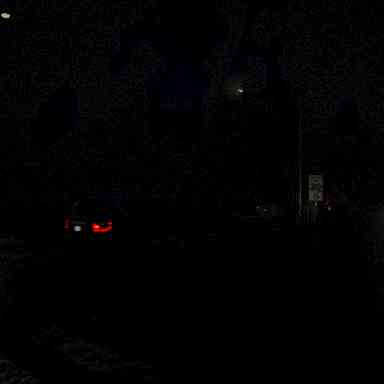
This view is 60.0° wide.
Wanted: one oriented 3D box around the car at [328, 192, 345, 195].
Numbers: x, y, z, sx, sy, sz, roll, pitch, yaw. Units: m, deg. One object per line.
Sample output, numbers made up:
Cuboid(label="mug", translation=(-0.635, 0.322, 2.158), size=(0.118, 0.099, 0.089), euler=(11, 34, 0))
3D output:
Cuboid(label="car", translation=(19.749, 1.083, 45.859), size=(2.150, 2.045, 5.566), euler=(0, 0, 36))

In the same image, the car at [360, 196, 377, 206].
Cuboid(label="car", translation=(27.446, 1.373, 51.561), size=(2.128, 1.511, 4.902), euler=(0, 0, 36))

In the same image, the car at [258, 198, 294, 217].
Cuboid(label="car", translation=(7.441, 1.321, 29.162), size=(1.837, 1.490, 4.892), euler=(0, 0, 36))

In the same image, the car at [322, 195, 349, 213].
Cuboid(label="car", translation=(14.756, 1.311, 34.186), size=(1.837, 1.490, 4.892), euler=(0, 0, 36))

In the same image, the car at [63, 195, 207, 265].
Cuboid(label="car", translation=(-1.681, 1.115, 11.659), size=(2.150, 2.045, 5.566), euler=(0, 0, 36))
